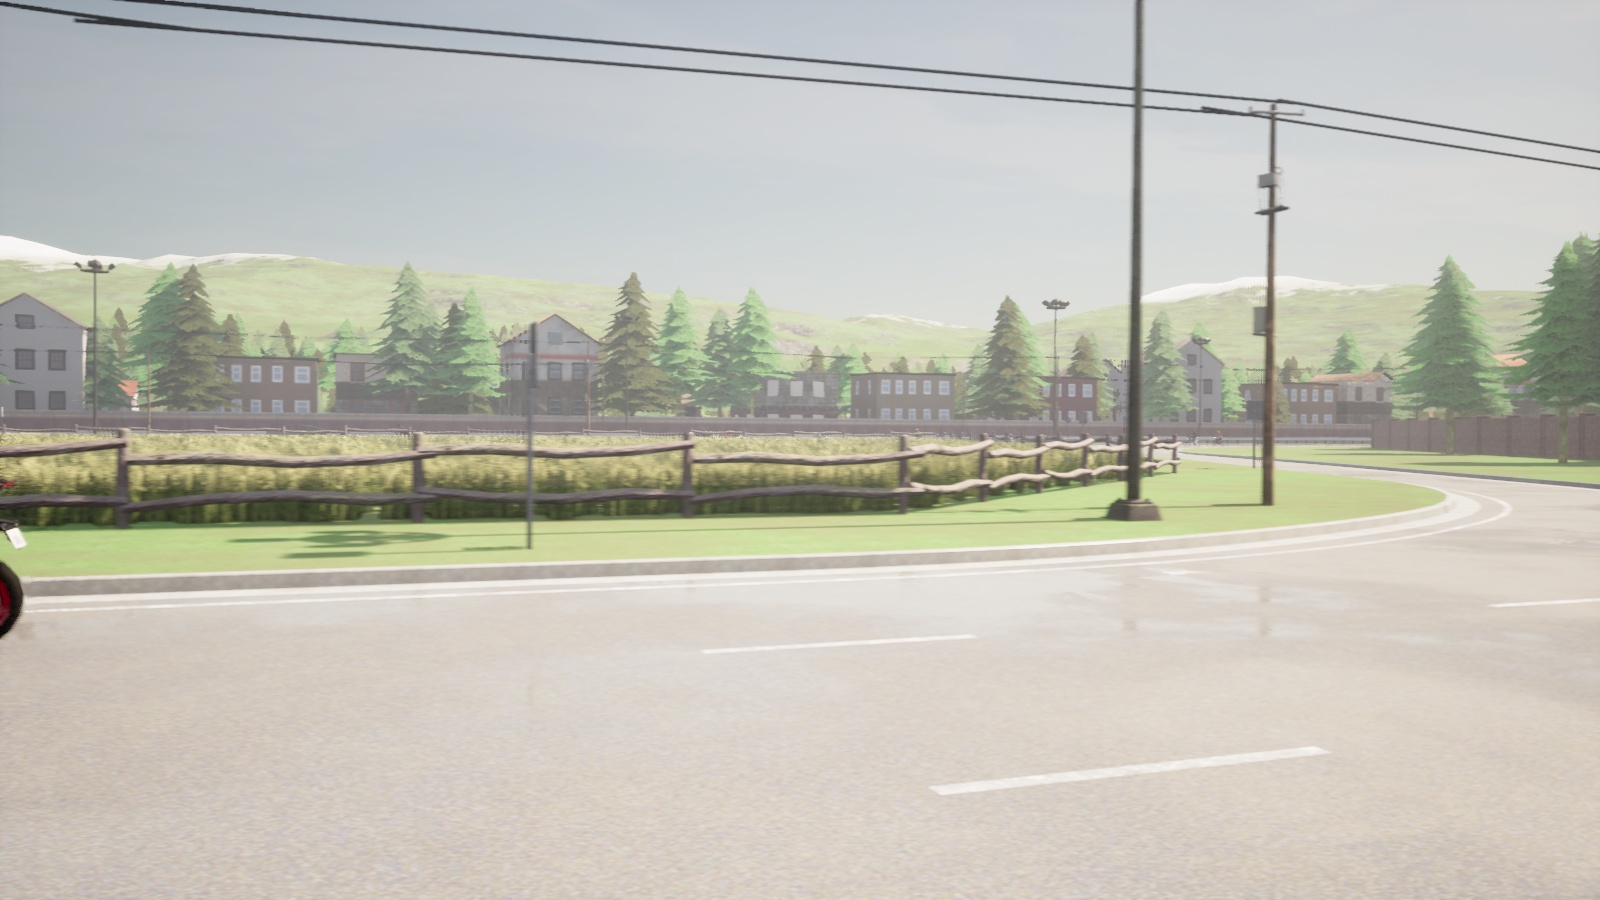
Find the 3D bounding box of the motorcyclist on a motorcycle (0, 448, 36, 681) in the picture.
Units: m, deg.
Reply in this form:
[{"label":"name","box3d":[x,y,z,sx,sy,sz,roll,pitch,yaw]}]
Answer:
[{"label":"motorcyclist on a motorcycle","box3d":[-6.416,0.775,8.291,2.191,1.530,0.866,-1,1,-21]}]
